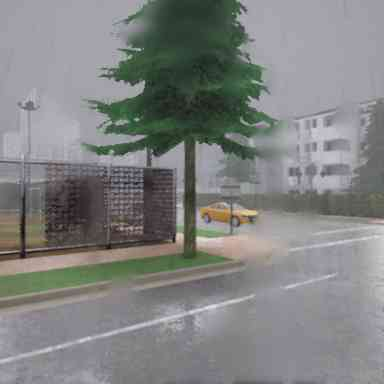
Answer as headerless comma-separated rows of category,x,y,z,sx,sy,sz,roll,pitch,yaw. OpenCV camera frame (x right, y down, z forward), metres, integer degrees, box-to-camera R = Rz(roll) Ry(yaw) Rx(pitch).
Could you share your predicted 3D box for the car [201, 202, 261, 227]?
car,2.627,1.504,23.470,1.882,1.535,5.008,0,0,-35
